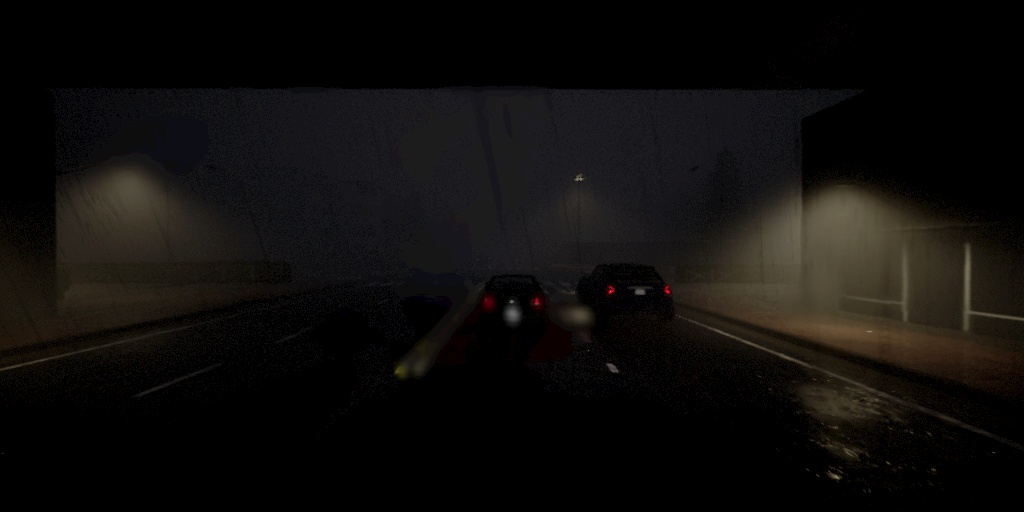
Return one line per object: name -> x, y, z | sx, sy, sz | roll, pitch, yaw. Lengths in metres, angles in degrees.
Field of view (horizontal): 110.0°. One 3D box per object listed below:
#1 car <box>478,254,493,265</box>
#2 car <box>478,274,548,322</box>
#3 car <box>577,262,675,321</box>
car -> -4.236, 0.468, 57.270 | 2.097, 1.767, 4.553 | 0, 1, 0
car -> 0.049, 1.239, 11.780 | 1.895, 1.301, 4.718 | 0, 1, 0
car -> 3.550, 0.988, 12.010 | 2.097, 1.767, 4.553 | 0, 1, 0
